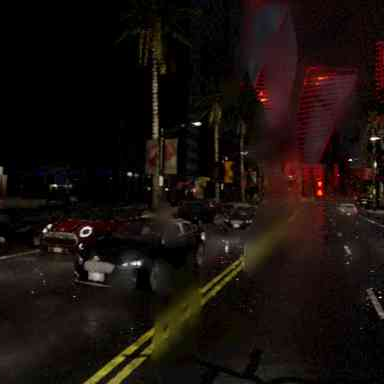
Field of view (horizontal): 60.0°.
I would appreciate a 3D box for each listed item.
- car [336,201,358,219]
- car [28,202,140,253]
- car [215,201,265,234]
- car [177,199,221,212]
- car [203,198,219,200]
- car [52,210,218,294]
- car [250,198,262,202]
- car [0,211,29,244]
[{"bbox_3d":[16.397,1.985,35.190,1.812,1.442,4.674,2,0,20],"label":"car"},{"bbox_3d":[-3.433,1.258,12.583,2.097,1.767,4.553,2,0,21],"label":"car"},{"bbox_3d":[3.277,1.584,20.372,2.128,1.511,4.902,2,0,21],"label":"car"},{"bbox_3d":[0.214,1.486,22.152,1.882,1.535,5.008,2,0,21],"label":"car"},{"bbox_3d":[1.774,1.407,34.798,2.185,1.767,4.553,2,0,20],"label":"car"},{"bbox_3d":[-1.058,1.463,8.991,2.128,1.511,4.902,2,0,21],"label":"car"},{"bbox_3d":[11.913,1.818,62.365,2.231,1.521,4.892,2,0,20],"label":"car"},{"bbox_3d":[-6.083,1.345,14.322,2.161,1.482,4.786,2,0,20],"label":"car"}]
